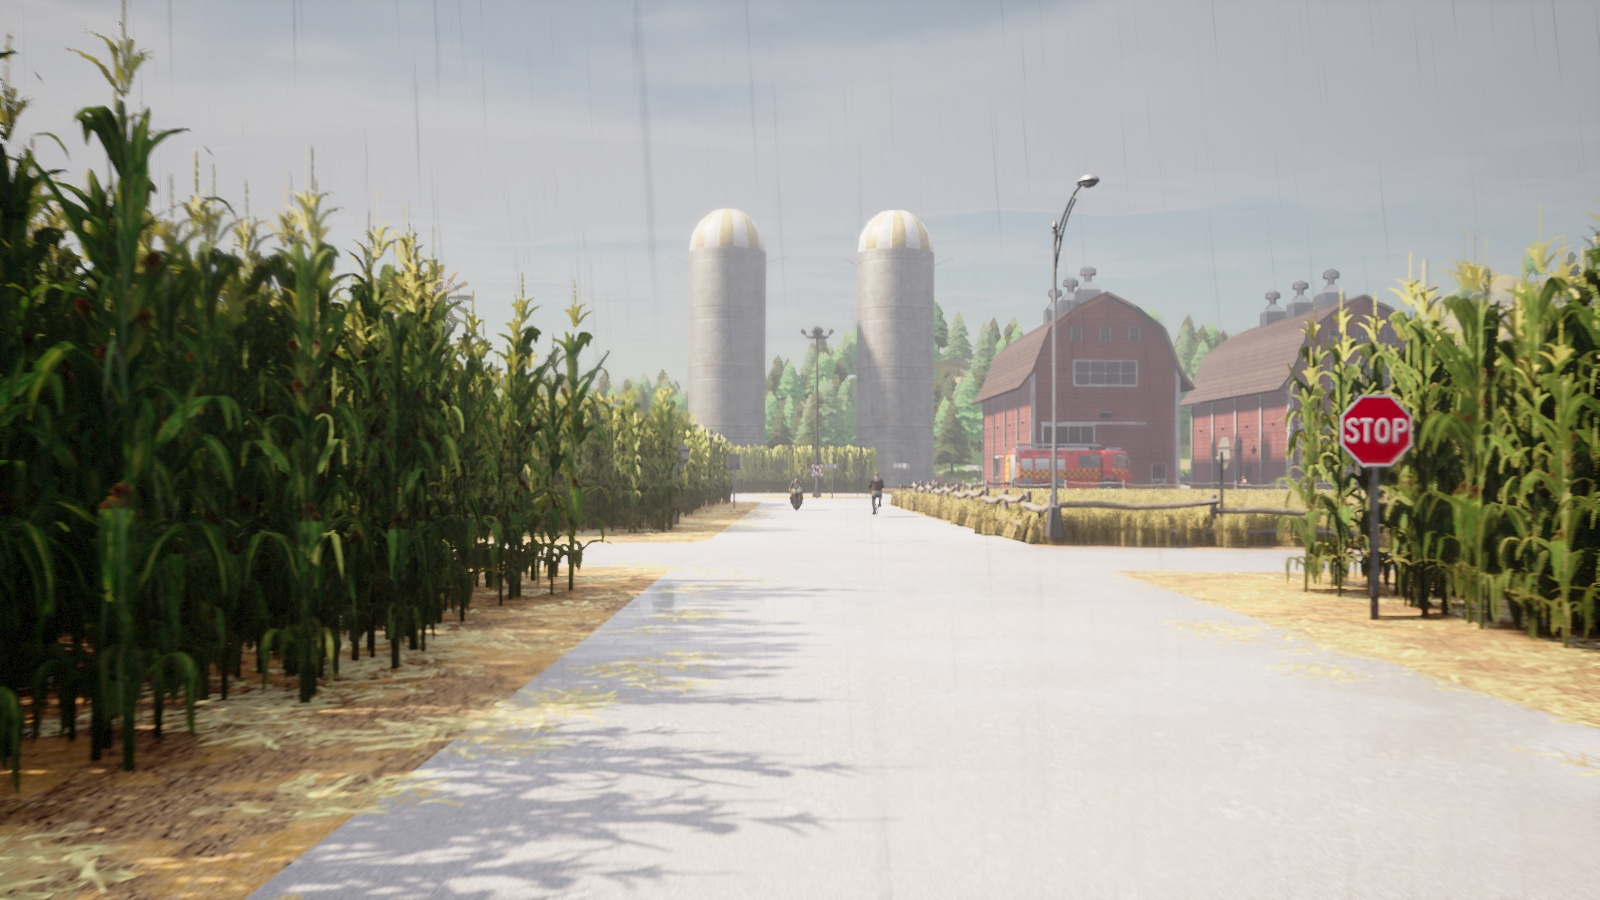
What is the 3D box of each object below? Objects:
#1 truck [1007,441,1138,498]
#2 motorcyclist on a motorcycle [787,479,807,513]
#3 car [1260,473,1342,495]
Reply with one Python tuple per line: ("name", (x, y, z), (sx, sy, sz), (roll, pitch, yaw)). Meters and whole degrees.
("truck", (19.042, 1.344, 87.775), (8.468, 3.827, 2.891), (0, -1, -11))
("motorcyclist on a motorcycle", (-0.138, 2.105, 58.247), (0.866, 1.530, 2.191), (0, -1, 0))
("car", (35.347, 2.415, 88.711), (4.902, 1.511, 2.128), (0, -1, -4))
